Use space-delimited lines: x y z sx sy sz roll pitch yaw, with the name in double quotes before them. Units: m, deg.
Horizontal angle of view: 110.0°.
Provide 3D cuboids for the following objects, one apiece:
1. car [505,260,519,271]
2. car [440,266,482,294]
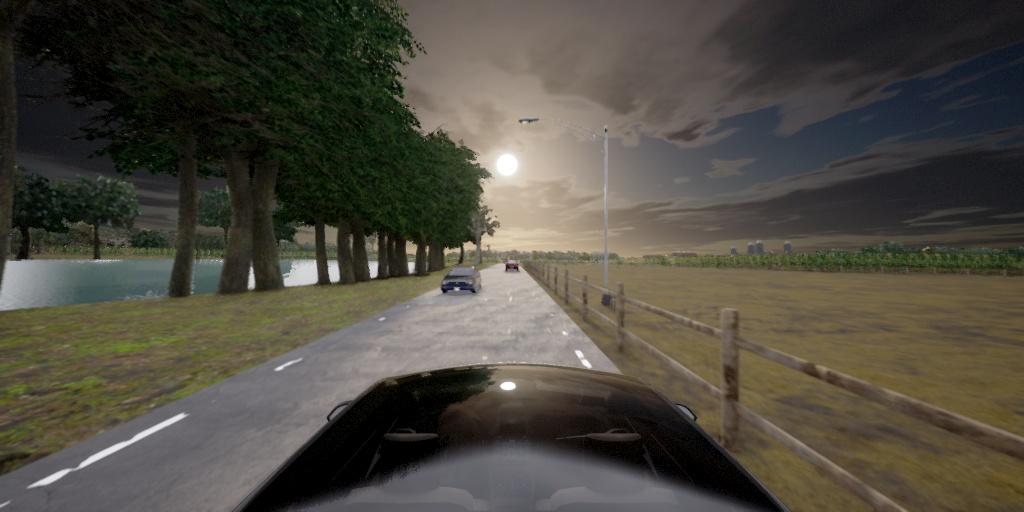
"car" 0.000 1.334 50.751 1.882 1.535 5.008 0 0 0
"car" -2.777 1.311 20.828 2.033 1.411 5.357 0 0 1
